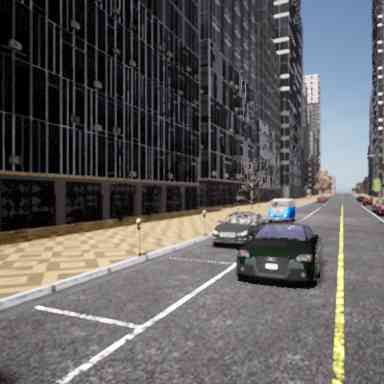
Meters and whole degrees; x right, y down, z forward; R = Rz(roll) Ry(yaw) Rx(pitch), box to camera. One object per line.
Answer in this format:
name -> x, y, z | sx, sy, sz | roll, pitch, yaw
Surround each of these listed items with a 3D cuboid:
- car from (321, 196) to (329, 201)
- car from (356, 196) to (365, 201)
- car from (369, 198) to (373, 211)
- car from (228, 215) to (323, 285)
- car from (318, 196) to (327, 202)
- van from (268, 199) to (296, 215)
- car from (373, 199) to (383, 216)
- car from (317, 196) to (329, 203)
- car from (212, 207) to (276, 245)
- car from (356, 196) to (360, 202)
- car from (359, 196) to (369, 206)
car -> 35.216, 1.680, 87.978 | 1.887, 1.381, 4.507 | 0, 0, 24
car -> 42.846, 1.670, 84.512 | 1.947, 1.339, 4.313 | 0, 0, 24
car -> 21.699, 1.515, 37.848 | 1.967, 1.590, 4.097 | 0, 0, 24
car -> 2.722, 1.600, 9.758 | 1.994, 1.385, 4.181 | 0, 0, 24
car -> 30.517, 1.717, 77.609 | 1.802, 1.307, 4.206 | 0, 0, 24
van -> 7.018, 1.423, 25.757 | 1.690, 1.788, 3.998 | 0, 0, 24
car -> 19.350, 1.507, 32.664 | 1.967, 1.590, 4.097 | 0, 0, 24
car -> 28.167, 1.678, 72.422 | 1.887, 1.381, 4.507 | 0, 0, 24
car -> 2.319, 1.609, 15.386 | 2.008, 1.369, 4.403 | 0, 0, 24
car -> 38.147, 1.669, 74.142 | 1.947, 1.339, 4.313 | 0, 0, 24
car -> 31.098, 1.642, 58.588 | 1.887, 1.381, 4.507 | 0, 0, 24
